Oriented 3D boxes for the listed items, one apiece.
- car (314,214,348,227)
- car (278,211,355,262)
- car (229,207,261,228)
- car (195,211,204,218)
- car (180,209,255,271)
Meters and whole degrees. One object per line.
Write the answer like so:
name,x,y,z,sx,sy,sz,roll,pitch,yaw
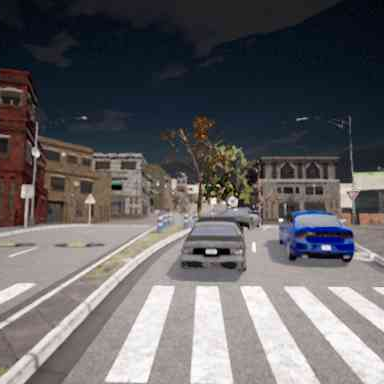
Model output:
car,14.692,3.051,35.060,1.895,1.301,4.718,-5,-8,41
car,4.278,1.409,12.069,1.882,1.535,5.008,-1,1,9
car,3.079,1.617,20.999,1.994,1.385,4.181,-2,-4,22
car,1.919,5.645,84.206,1.812,1.442,4.674,0,0,5
car,0.818,1.531,10.880,2.033,1.411,5.357,-1,0,7
